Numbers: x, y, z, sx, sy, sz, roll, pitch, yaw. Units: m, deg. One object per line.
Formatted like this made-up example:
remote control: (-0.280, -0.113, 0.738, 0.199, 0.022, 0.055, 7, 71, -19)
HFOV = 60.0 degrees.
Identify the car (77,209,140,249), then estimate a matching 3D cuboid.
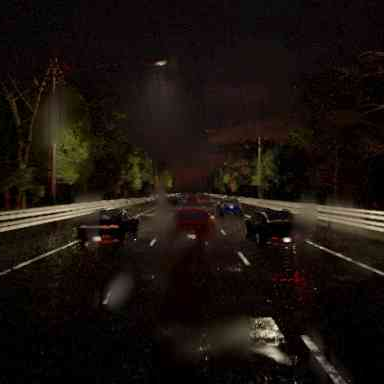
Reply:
car: (-3.500, 1.502, 14.670, 2.128, 1.511, 4.902, 0, 0, 0)

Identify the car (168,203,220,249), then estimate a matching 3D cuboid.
car: (0.000, 1.488, 14.683, 1.882, 1.535, 5.008, 0, 0, 0)

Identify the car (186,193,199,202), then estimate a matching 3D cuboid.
car: (0.012, 1.490, 73.741, 1.882, 1.535, 5.008, 0, 0, 0)

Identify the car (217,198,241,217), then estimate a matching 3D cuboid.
car: (3.504, 1.368, 31.631, 2.097, 1.767, 4.553, 0, 0, 0)

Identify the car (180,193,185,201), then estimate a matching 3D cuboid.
car: (-3.487, 1.548, 81.781, 2.033, 1.411, 5.357, 0, 0, 0)

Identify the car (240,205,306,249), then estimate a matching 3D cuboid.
car: (3.501, 1.516, 14.660, 1.837, 1.490, 4.892, 0, 0, 0)

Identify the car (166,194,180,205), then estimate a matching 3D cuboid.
car: (-3.492, 1.496, 57.740, 1.882, 1.535, 5.008, 0, 0, 0)
